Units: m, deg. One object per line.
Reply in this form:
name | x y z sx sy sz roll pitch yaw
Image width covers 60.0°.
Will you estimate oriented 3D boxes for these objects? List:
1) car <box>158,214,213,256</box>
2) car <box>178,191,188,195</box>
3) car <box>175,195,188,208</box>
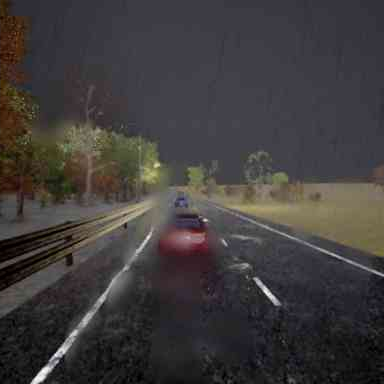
car | -0.273 1.556 13.201 1.994 1.385 4.181 0 0 -2
car | -2.601 1.245 78.728 2.097 1.767 4.553 0 0 -2
car | -1.506 1.479 47.901 1.812 1.442 4.674 0 0 -2
